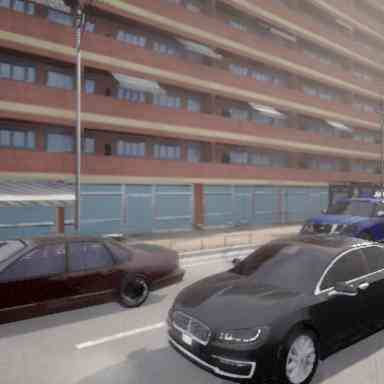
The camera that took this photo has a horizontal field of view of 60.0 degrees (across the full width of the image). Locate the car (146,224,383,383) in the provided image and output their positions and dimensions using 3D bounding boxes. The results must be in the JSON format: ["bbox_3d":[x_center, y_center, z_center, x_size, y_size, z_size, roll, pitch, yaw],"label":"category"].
[{"bbox_3d":[1.921,1.514,5.364,4.892,1.490,1.837,0,0,-35],"label":"car"}]

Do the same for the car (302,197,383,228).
[{"bbox_3d":[6.659,1.244,13.038,5.566,2.045,2.150,0,0,-35],"label":"car"}]

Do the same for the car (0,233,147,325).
[{"bbox_3d":[-2.700,1.551,6.367,5.357,1.411,2.033,0,0,-36],"label":"car"}]
